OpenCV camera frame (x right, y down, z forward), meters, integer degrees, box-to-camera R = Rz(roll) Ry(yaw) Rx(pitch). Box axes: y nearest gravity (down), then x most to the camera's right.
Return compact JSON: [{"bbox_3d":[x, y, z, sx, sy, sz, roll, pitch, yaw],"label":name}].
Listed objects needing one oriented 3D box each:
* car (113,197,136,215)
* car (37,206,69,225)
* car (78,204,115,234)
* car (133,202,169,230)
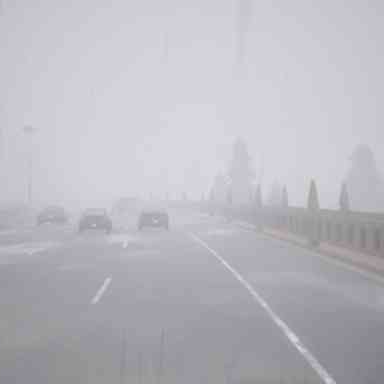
[{"bbox_3d":[-7.872,1.579,38.825,2.150,2.045,5.566,0,-1,-22],"label":"car"},{"bbox_3d":[-11.078,1.816,26.722,1.994,1.385,4.181,0,-1,-16],"label":"car"},{"bbox_3d":[-5.965,1.709,20.788,1.812,1.442,4.674,0,-1,-12],"label":"car"},{"bbox_3d":[-2.770,1.669,22.587,1.882,1.535,5.008,0,-1,-13],"label":"car"}]
